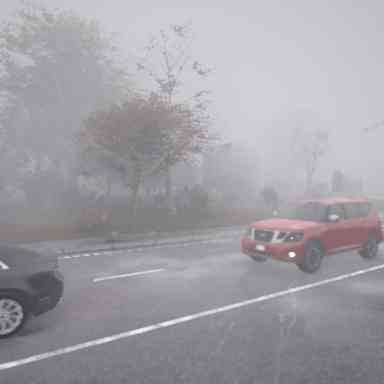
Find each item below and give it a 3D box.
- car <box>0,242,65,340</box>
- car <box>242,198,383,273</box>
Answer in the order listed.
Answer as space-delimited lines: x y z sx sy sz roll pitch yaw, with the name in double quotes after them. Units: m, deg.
-4.521 1.501 4.998 4.892 1.490 1.837 1 0 -35 "car"
4.218 1.245 11.176 5.566 2.045 2.150 0 0 -35 "car"
